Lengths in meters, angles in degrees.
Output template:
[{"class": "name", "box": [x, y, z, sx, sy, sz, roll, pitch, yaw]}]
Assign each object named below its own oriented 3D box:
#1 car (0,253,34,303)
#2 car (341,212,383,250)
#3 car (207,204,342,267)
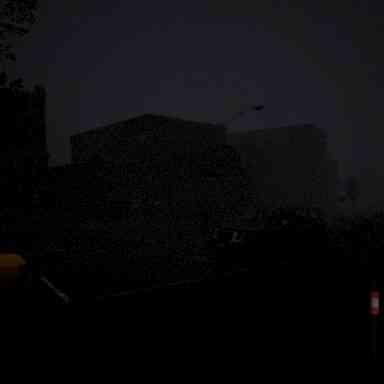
[{"class": "car", "box": [-5.849, 1.594, 5.996, 5.366, 1.575, 1.946, 2, 1, -34]}, {"class": "car", "box": [7.370, 1.874, 16.614, 4.892, 1.521, 2.231, 2, 1, -42]}, {"class": "car", "box": [3.131, 1.522, 12.923, 5.566, 2.045, 2.435, 2, 1, -40]}]
